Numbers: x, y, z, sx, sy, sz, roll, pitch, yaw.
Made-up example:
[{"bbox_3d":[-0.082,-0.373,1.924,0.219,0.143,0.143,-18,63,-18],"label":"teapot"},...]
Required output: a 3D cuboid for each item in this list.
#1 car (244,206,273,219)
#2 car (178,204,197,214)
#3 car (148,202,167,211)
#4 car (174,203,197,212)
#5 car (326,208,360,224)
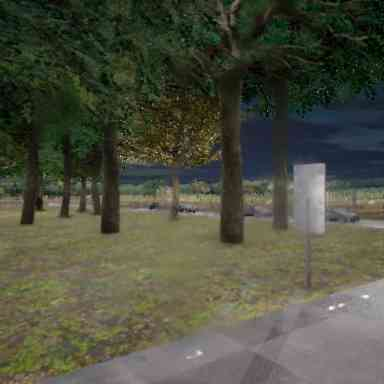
[{"bbox_3d":[7.599,2.366,39.269,1.994,1.385,4.181,-1,-1,-36],"label":"car"},{"bbox_3d":[-1.182,2.579,51.802,1.837,1.490,4.892,-1,-1,-35],"label":"car"},{"bbox_3d":[-6.725,2.637,64.576,2.097,1.767,4.553,-1,-1,-35],"label":"car"},{"bbox_3d":[-1.207,2.685,56.834,1.994,1.385,4.181,-1,-1,-34],"label":"car"},{"bbox_3d":[13.359,2.183,31.095,1.994,1.385,4.181,-1,-1,-35],"label":"car"}]
